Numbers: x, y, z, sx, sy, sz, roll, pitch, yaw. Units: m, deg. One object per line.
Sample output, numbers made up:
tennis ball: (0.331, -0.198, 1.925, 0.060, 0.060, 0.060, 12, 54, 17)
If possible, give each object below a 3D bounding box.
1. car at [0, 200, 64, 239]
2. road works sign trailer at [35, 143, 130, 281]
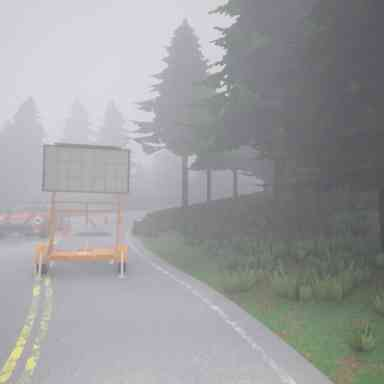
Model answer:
car: (-7.763, 1.214, 16.220, 2.097, 1.767, 4.553, 1, 0, -9)
road works sign trailer: (-3.093, 0.421, 9.791, 2.380, 3.560, 2.880, 2, 0, -15)
